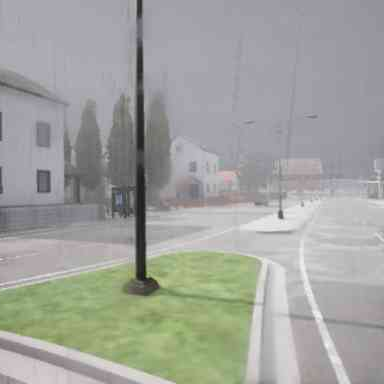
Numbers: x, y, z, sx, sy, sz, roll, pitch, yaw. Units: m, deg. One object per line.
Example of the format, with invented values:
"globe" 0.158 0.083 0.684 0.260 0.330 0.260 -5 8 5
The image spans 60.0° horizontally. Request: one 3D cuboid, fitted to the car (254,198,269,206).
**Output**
"car" 12.170 1.797 58.368 1.994 1.385 4.181 -1 0 23
